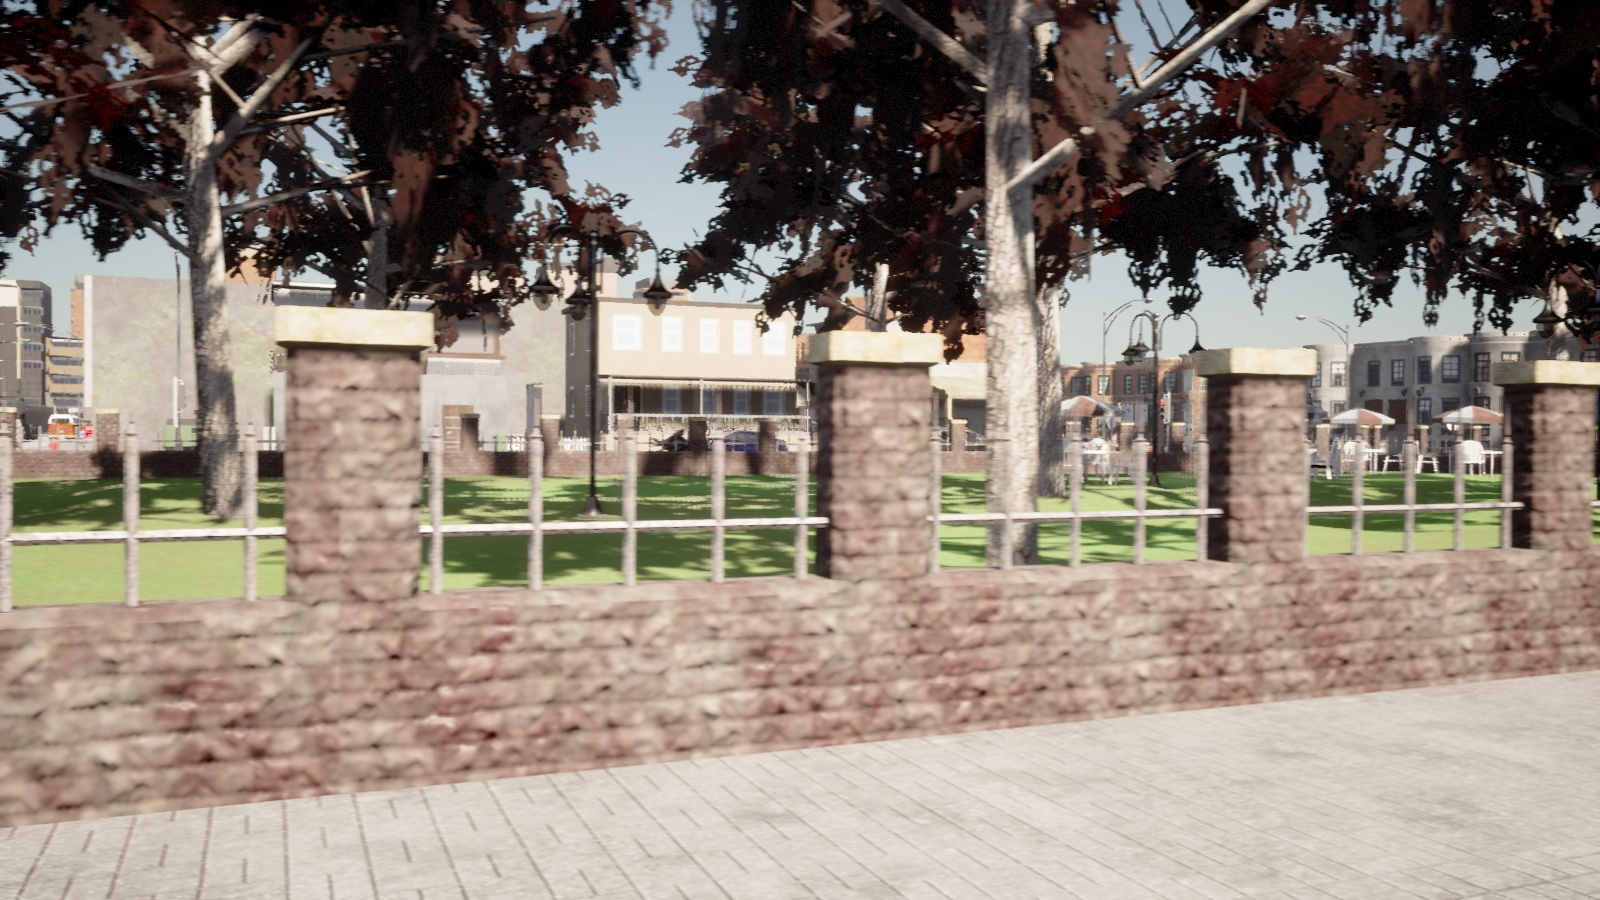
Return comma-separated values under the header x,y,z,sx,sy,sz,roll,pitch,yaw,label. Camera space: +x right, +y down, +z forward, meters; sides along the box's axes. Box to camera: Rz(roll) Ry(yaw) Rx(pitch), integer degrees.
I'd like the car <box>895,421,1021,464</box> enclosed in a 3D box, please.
x,y,z,sx,sy,sz,roll,pitch,yaw,label
6.469,-0.321,51.374,4.611,1.667,2.242,-1,1,-25,car

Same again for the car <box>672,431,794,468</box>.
x,y,z,sx,sy,sz,roll,pitch,yaw,label
-2.762,-0.035,51.890,4.674,1.442,1.812,-1,1,-23,car

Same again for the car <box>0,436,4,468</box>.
x,y,z,sx,sy,sz,roll,pitch,yaw,label
-42.245,0.144,64.039,2.033,1.649,4.856,-1,1,-23,car

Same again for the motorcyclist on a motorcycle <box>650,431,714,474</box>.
x,y,z,sx,sy,sz,roll,pitch,yaw,label
-4.401,0.080,46.863,2.191,1.530,0.866,-1,1,-23,motorcyclist on a motorcycle
